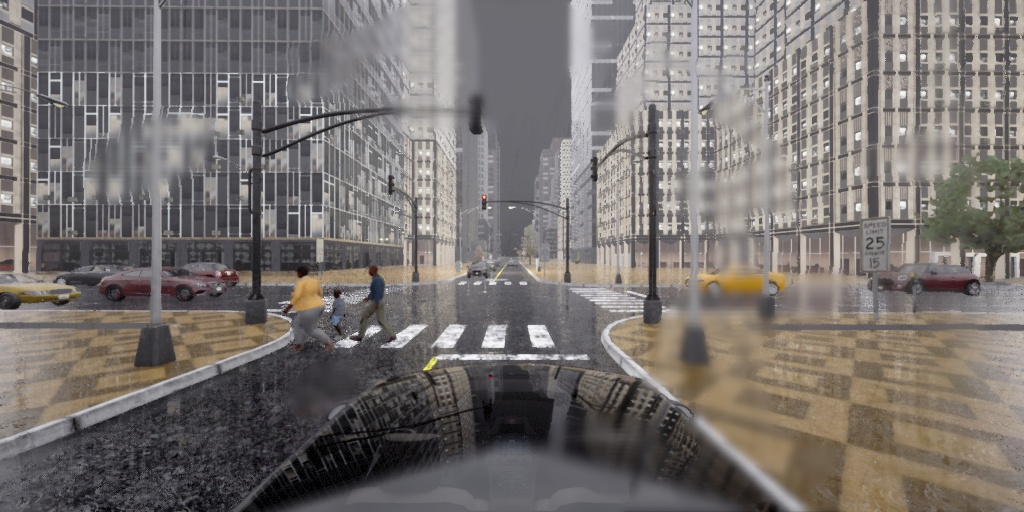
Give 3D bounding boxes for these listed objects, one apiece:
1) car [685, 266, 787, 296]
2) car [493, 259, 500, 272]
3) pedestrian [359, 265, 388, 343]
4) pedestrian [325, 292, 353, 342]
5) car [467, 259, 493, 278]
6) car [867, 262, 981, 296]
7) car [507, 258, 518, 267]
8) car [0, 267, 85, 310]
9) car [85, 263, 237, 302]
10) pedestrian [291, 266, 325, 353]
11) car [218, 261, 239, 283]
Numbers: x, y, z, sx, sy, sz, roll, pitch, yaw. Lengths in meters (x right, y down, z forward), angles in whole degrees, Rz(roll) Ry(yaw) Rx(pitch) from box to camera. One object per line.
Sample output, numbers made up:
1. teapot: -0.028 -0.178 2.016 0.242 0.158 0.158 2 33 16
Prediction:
1. car: 12.083 1.297 19.523 5.008 1.535 1.882 0 0 -2
2. car: -3.019 1.240 45.982 2.128 1.511 4.902 0 0 0
3. pedestrian: -3.118 1.041 8.097 0.375 1.860 0.375 0 0 0
4. pedestrian: -4.208 1.041 8.698 0.375 1.860 0.375 0 0 0
5. car: -3.043 1.254 33.505 1.837 1.490 4.892 0 0 0
6. car: 22.455 1.219 19.681 4.553 1.767 2.097 0 0 -1
7. car: 0.102 1.291 63.554 2.033 1.411 5.357 0 0 0
8. car: -18.880 1.165 13.153 4.829 1.417 1.751 0 0 -1
9. car: -15.383 1.197 15.930 4.674 1.442 1.812 0 0 -2
10. pedestrian: -4.189 1.044 7.379 0.375 1.860 0.375 0 0 0
11. car: -19.177 1.112 21.789 4.097 1.591 1.967 0 0 -1
